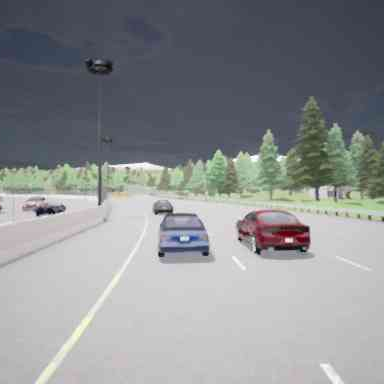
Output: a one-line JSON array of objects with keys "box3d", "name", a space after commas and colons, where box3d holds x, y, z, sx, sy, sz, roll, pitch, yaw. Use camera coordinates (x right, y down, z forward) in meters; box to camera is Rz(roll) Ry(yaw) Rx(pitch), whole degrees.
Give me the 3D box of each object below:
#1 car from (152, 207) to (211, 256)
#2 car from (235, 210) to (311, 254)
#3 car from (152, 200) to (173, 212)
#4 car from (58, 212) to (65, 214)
[{"box3d": [-0.407, 1.523, 13.066, 2.033, 1.411, 5.357, 0, 0, -4], "name": "car"}, {"box3d": [3.035, 1.441, 13.415, 1.882, 1.535, 5.008, 0, 0, -4], "name": "car"}, {"box3d": [-3.006, 1.508, 34.156, 1.994, 1.385, 4.181, 0, 0, -10], "name": "car"}, {"box3d": [-13.304, 1.587, 31.576, 1.895, 1.301, 4.718, 0, 0, -9], "name": "car"}]
